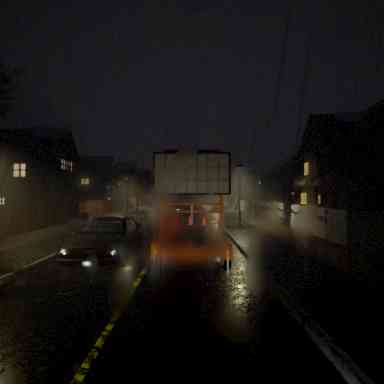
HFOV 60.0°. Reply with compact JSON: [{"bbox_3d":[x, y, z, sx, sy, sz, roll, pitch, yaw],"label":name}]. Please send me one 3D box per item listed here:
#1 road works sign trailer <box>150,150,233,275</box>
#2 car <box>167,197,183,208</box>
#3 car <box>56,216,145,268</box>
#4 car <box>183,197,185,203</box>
[{"bbox_3d":[-0.002,0.484,10.454,2.380,3.560,2.880,0,0,1],"label":"road works sign trailer"},{"bbox_3d":[-2.837,1.865,52.358,1.895,1.301,4.718,0,0,0],"label":"car"},{"bbox_3d":[-2.849,1.571,11.684,2.033,1.411,5.357,0,0,0],"label":"car"},{"bbox_3d":[-2.737,2.169,88.979,1.882,1.535,5.008,0,-1,0],"label":"car"}]
